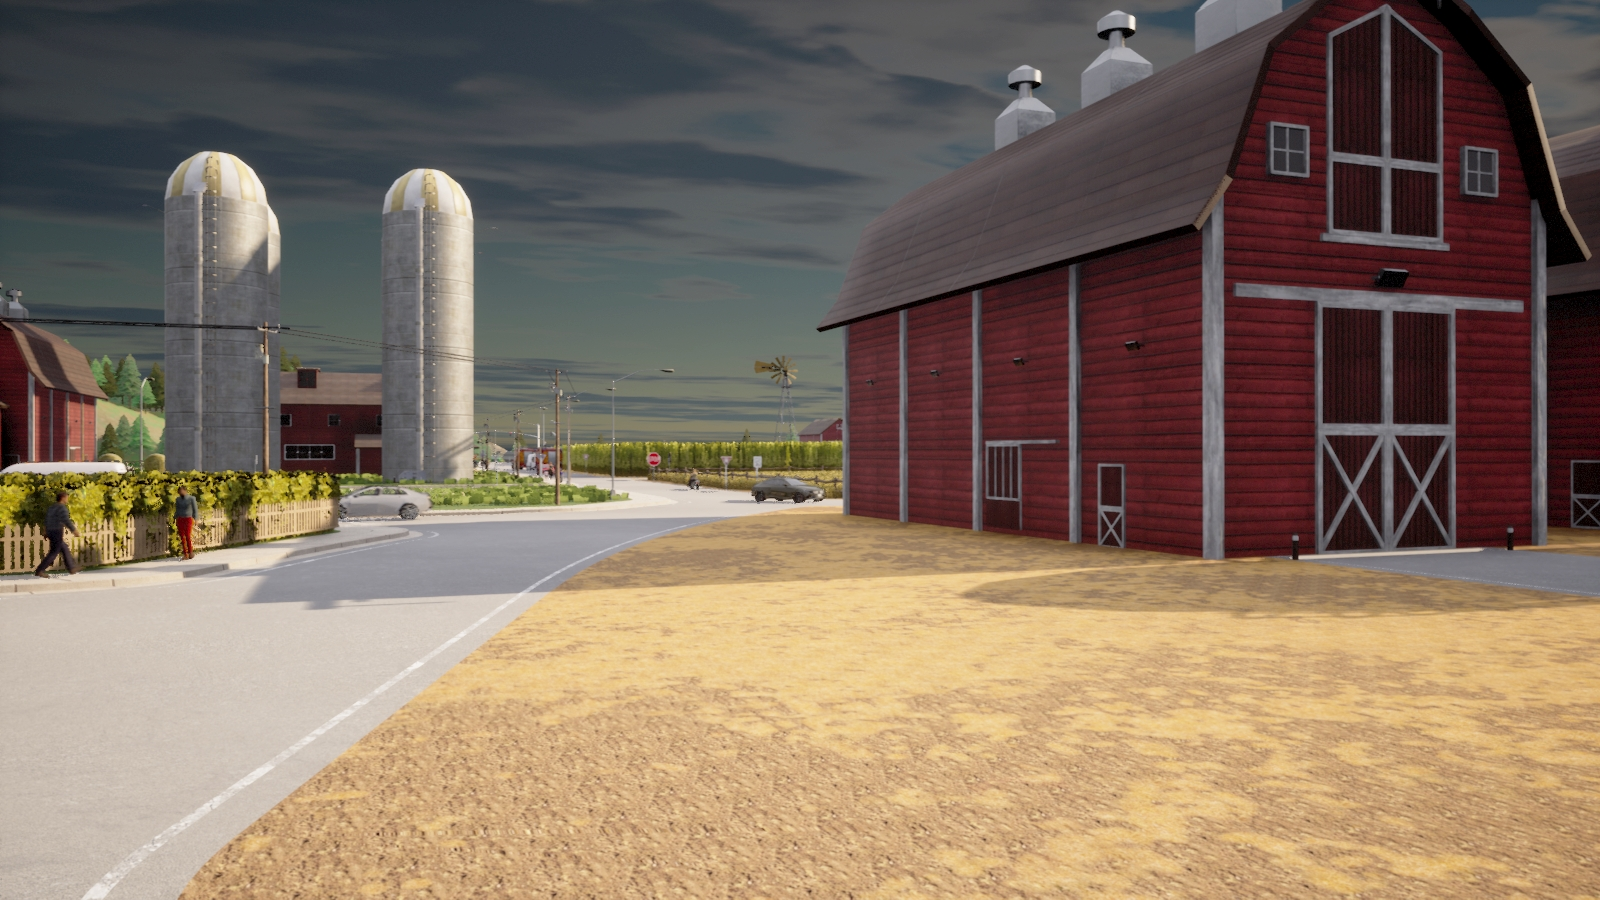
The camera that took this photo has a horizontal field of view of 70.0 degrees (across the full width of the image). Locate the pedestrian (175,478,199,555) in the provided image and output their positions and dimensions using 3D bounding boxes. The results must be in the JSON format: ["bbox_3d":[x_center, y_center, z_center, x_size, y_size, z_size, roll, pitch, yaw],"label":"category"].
[{"bbox_3d":[-14.877,1.604,27.735,0.375,1.860,0.375,0,0,2],"label":"pedestrian"}]

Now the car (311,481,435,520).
[{"bbox_3d":[-18.371,2.135,49.203,4.902,1.511,2.128,0,0,-23],"label":"car"}]

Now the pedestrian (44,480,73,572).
[{"bbox_3d":[-15.342,1.563,23.642,0.375,1.860,0.375,0,0,35],"label":"pedestrian"}]

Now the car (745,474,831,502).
[{"bbox_3d":[-0.723,2.136,65.121,4.674,1.442,2.002,0,0,39],"label":"car"}]
